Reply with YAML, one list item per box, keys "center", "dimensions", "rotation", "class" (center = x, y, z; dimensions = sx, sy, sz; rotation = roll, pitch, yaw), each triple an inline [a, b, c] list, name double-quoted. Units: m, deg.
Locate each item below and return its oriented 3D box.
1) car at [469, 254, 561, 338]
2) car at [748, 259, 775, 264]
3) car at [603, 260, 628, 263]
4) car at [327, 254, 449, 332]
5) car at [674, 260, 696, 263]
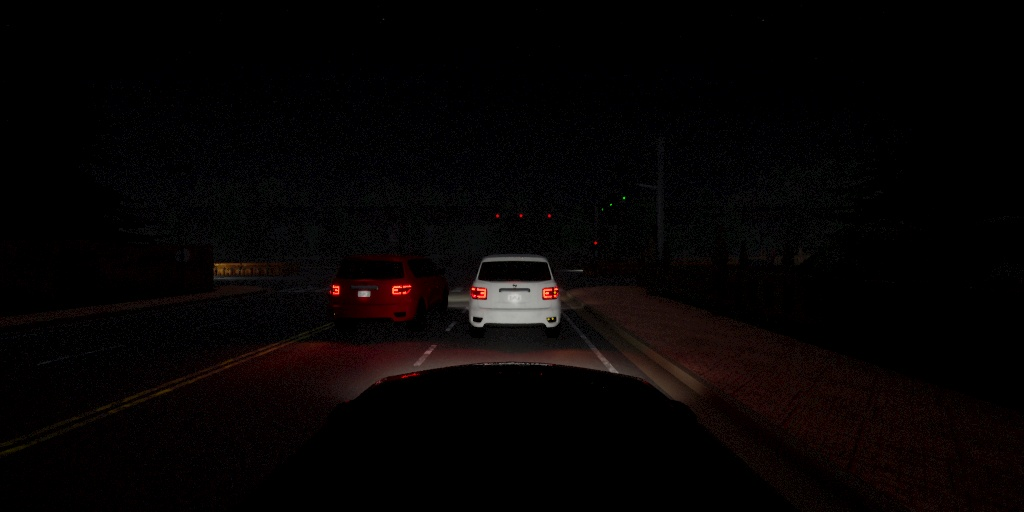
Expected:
- center: [0.081, 0.971, 10.312]
  dimensions: [2.150, 2.045, 5.566]
  rotation: [0, 0, 1]
  class: "car"
- center: [33.209, 1.221, 48.945]
  dimensions: [4.892, 1.490, 1.837]
  rotation: [-1, 0, 0]
  class: "car"
- center: [13.595, 1.255, 49.047]
  dimensions: [4.892, 1.490, 1.837]
  rotation: [0, 0, 0]
  class: "car"
- center: [-3.418, 0.971, 10.994]
  dimensions: [2.150, 2.045, 5.566]
  rotation: [0, 0, 0]
  class: "car"
- center: [23.363, 1.297, 48.985]
  dimensions: [5.357, 1.411, 2.033]
  rotation: [0, 0, 0]
  class: "car"
